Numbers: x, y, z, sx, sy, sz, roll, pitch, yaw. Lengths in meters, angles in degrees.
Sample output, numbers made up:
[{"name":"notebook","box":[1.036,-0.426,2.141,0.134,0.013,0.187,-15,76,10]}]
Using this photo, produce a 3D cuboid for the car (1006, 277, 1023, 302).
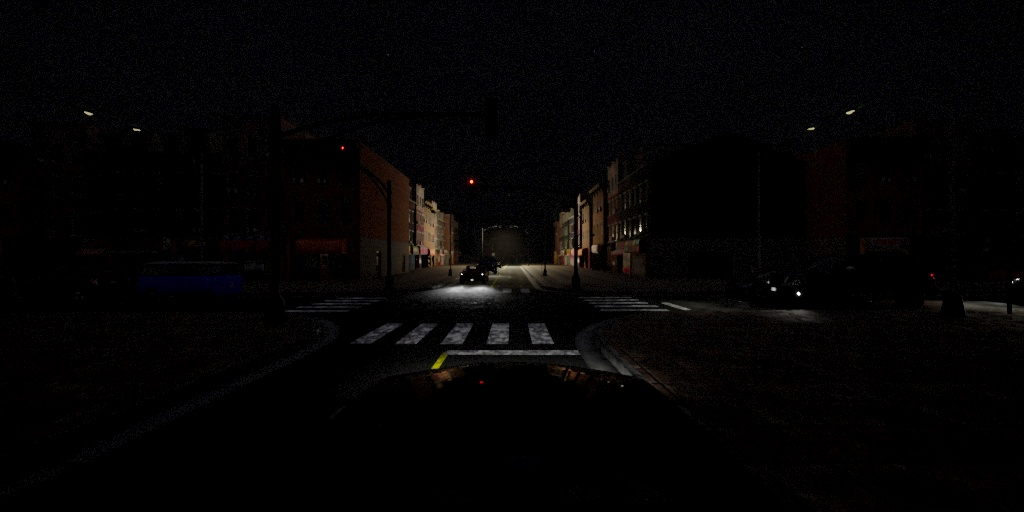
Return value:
[{"name":"car","box":[22.656,1.048,14.022,4.553,1.767,2.097,0,0,0]}]

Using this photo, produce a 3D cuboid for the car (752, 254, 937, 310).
[{"name":"car","box":[12.972,0.935,13.998,5.566,2.045,2.150,0,0,0]}]

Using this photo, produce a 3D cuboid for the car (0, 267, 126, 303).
[{"name":"car","box":[-20.191,1.239,16.438,4.097,1.591,1.967,0,0,0]}]

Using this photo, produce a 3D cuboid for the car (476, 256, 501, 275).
[{"name":"car","box":[-2.773,0.997,40.711,2.150,2.045,5.566,0,0,1]}]

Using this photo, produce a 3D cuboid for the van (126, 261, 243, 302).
[{"name":"van","box":[-14.716,1.124,16.454,3.998,1.789,1.690,0,0,0]}]

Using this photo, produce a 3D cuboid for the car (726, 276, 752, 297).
[{"name":"car","box":[12.286,1.267,16.532,4.403,1.370,2.007,0,0,0]}]

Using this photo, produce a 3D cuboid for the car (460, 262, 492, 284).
[{"name":"car","box":[-2.802,1.365,27.343,1.895,1.301,4.718,0,0,0]}]
